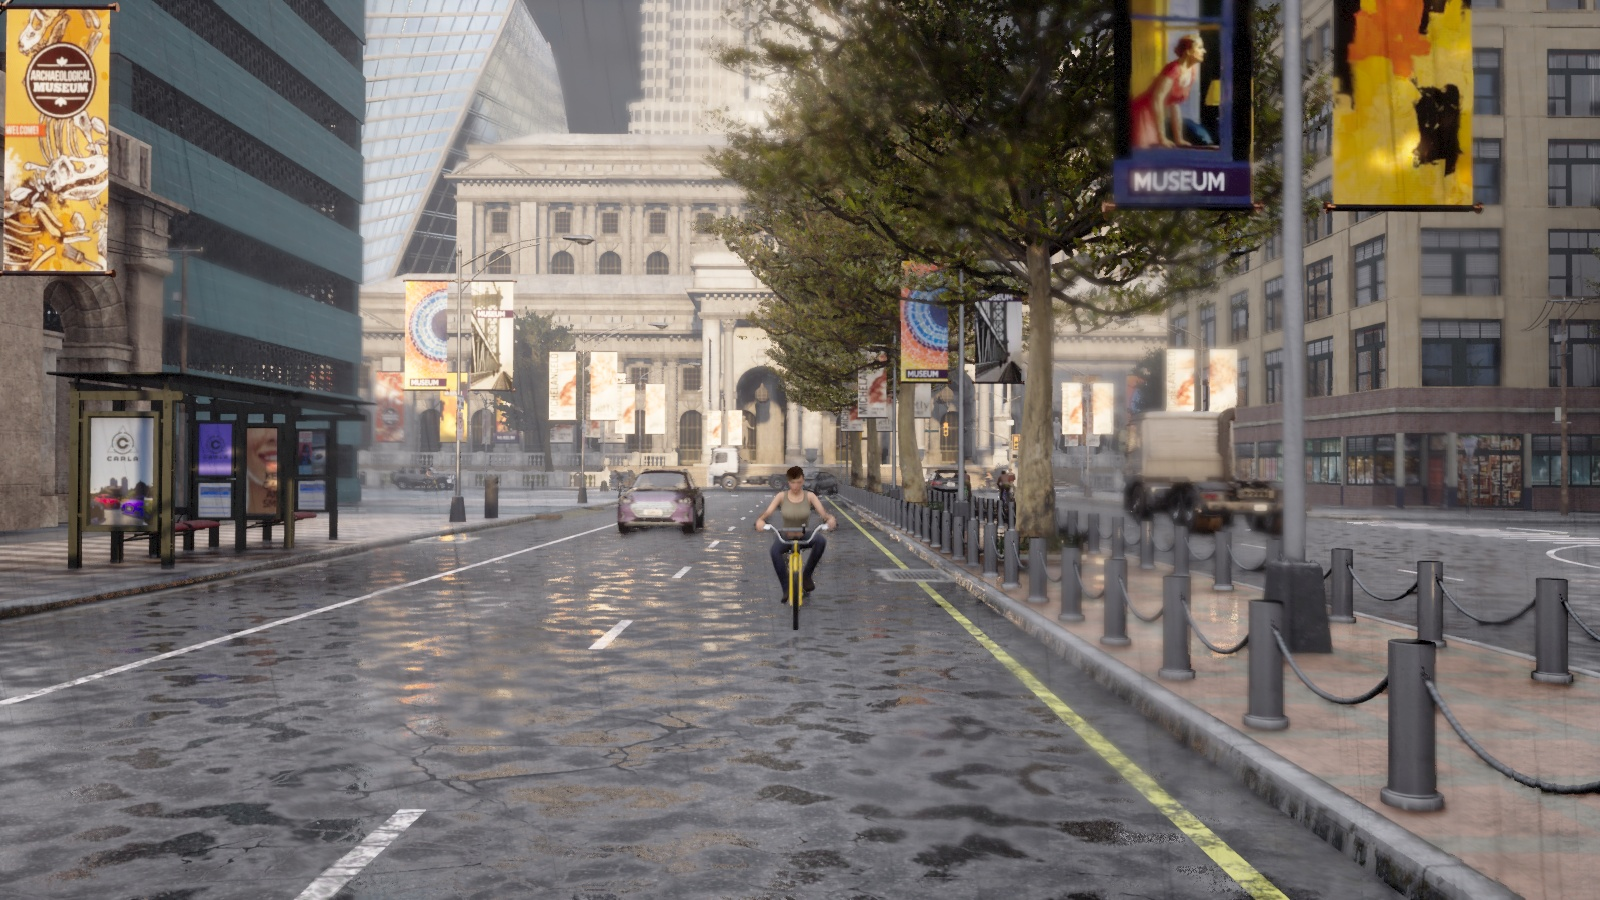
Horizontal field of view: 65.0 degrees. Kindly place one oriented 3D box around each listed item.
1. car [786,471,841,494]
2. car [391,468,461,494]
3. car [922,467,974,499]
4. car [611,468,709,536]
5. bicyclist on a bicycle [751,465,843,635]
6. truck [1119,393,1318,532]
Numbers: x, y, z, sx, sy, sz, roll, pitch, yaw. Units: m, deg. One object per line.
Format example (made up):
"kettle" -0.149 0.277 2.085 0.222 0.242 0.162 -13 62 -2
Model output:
"car" 0.970 2.201 86.178 2.007 1.525 4.514 -1 -1 26
"car" -27.836 2.310 93.554 4.605 1.855 1.932 0 -1 0
"car" 7.840 1.751 67.067 2.242 1.667 4.611 0 -1 0
"car" -3.578 1.311 32.953 2.033 1.649 4.856 0 -1 0
"bicyclist on a bicycle" -0.035 0.964 12.711 0.866 1.612 1.509 0 -1 0
"truck" 11.414 0.376 35.179 2.891 3.462 7.936 0 -1 0
